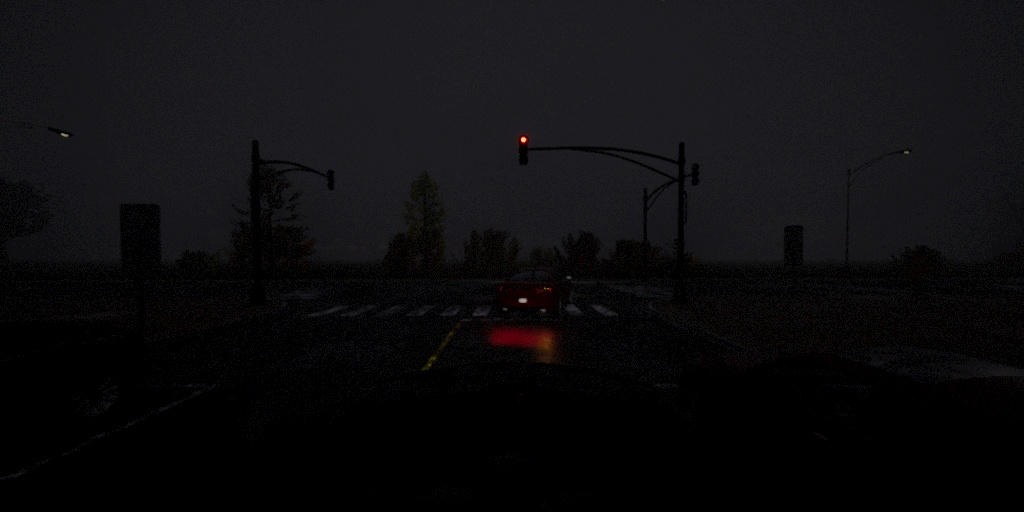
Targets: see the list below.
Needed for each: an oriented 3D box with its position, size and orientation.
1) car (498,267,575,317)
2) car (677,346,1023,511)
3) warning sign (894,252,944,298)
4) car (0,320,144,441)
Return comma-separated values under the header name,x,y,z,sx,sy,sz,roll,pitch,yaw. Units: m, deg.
name,x,y,z,sx,sy,sz,roll,pitch,yaw
car,1.016,1.132,12.843,1.882,1.535,5.008,-1,0,16
car,2.821,1.323,2.624,1.802,1.307,4.207,0,0,0
warning sign,17.007,0.769,15.005,1.060,1.860,1.300,0,0,-1
car,-5.689,1.304,2.938,1.948,1.339,4.313,0,0,0
